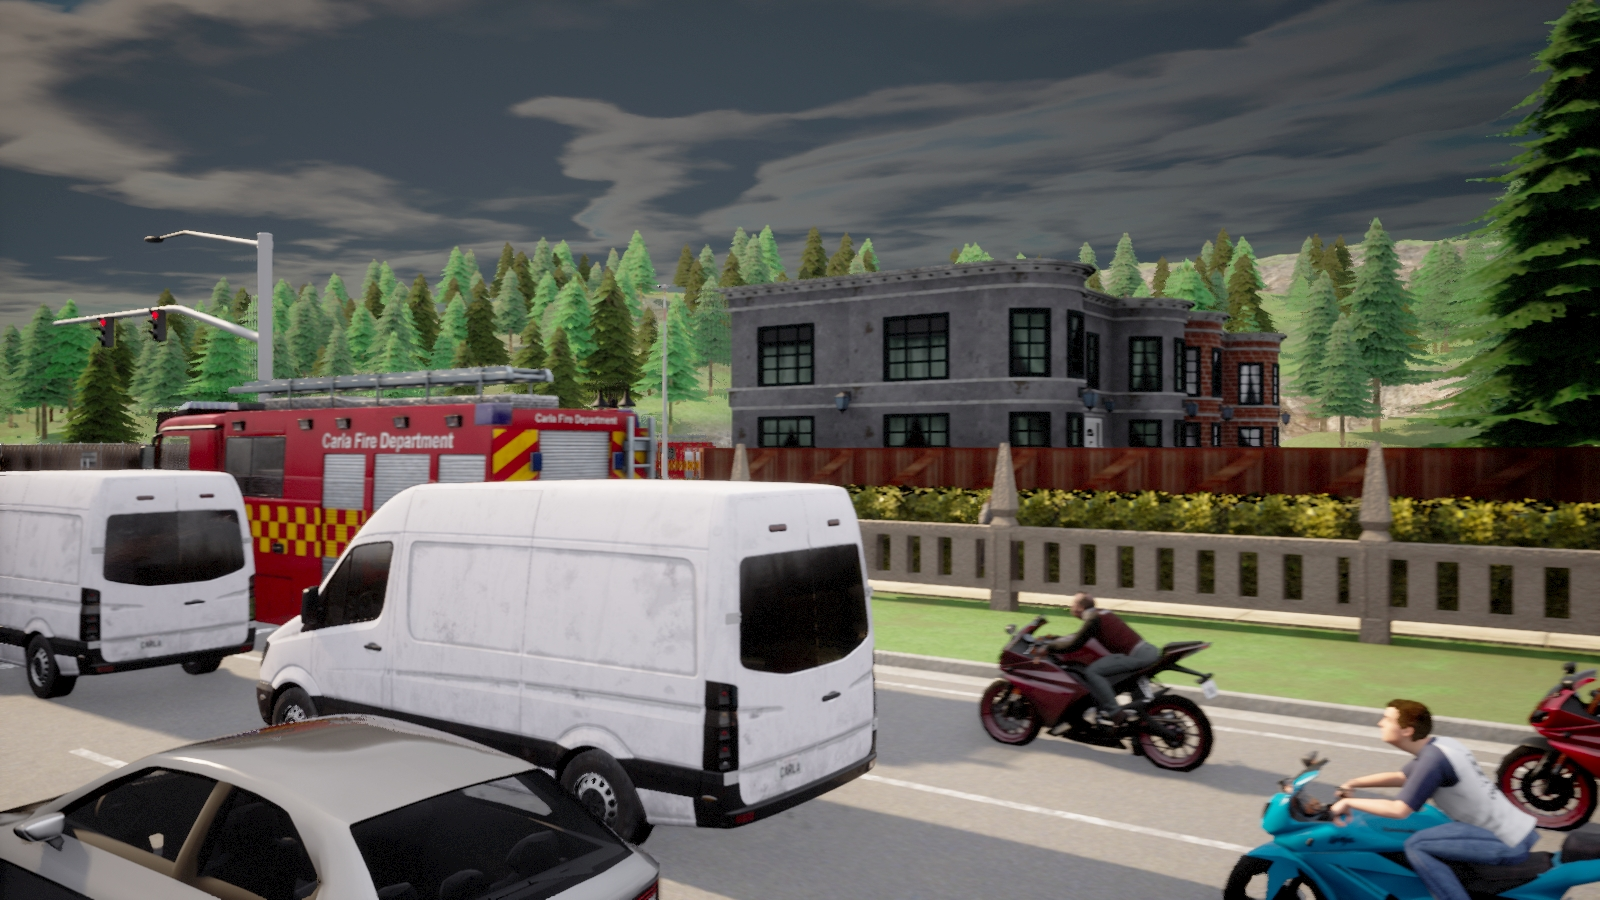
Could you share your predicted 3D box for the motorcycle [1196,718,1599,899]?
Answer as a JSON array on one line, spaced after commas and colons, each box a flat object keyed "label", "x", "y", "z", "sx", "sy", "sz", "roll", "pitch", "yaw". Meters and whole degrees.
[{"label": "motorcycle", "x": 3.177, "y": 2.186, "z": 5.835, "sx": 2.033, "sy": 1.199, "sz": 0.803, "roll": 0, "pitch": 0, "yaw": 35}]

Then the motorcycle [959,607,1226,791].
[{"label": "motorcycle", "x": 2.650, "y": 2.205, "z": 10.477, "sx": 2.209, "sy": 1.251, "sz": 0.867, "roll": 0, "pitch": 0, "yaw": 35}]

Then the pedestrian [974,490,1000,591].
[{"label": "pedestrian", "x": 3.532, "y": 1.695, "z": 21.589, "sx": 0.375, "sy": 1.860, "sz": 0.375, "roll": 0, "pitch": 0, "yaw": 28}]

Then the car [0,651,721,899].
[{"label": "car", "x": -2.596, "y": 2.065, "z": 5.606, "sx": 4.193, "sy": 1.474, "sz": 1.816, "roll": 0, "pitch": 0, "yaw": 35}]

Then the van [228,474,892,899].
[{"label": "van", "x": -2.288, "y": 1.533, "z": 9.658, "sx": 5.915, "sy": 2.561, "sz": 1.988, "roll": 0, "pitch": 0, "yaw": 35}]

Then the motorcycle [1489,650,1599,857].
[{"label": "motorcycle", "x": 6.168, "y": 2.205, "z": 8.039, "sx": 2.209, "sy": 1.251, "sz": 0.867, "roll": 0, "pitch": 0, "yaw": 35}]

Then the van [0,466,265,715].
[{"label": "van", "x": -9.458, "y": 1.533, "z": 14.682, "sx": 5.915, "sy": 2.561, "sz": 1.988, "roll": 0, "pitch": 0, "yaw": 35}]

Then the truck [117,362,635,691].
[{"label": "truck", "x": -6.561, "y": 0.889, "z": 16.925, "sx": 8.468, "sy": 3.827, "sz": 2.891, "roll": 0, "pitch": 0, "yaw": 35}]
